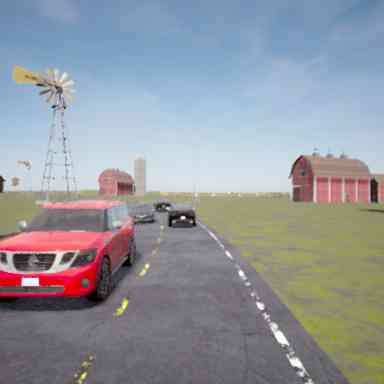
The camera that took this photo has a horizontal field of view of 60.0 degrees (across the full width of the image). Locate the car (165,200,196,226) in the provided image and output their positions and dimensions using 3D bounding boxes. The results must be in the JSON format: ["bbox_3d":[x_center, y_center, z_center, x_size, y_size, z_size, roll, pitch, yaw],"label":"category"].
[{"bbox_3d":[-0.834,1.545,24.310,1.882,1.535,5.008,0,0,-5],"label":"car"}]

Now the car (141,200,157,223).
[{"bbox_3d":[-3.851,1.573,26.104,1.837,1.490,4.892,0,0,-6],"label":"car"}]

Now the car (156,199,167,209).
[{"bbox_3d":[-3.930,1.581,42.418,1.882,1.535,5.008,0,0,-13],"label":"car"}]

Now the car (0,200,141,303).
[{"bbox_3d":[-2.882,1.249,8.653,2.150,2.045,5.566,0,0,0],"label":"car"}]
